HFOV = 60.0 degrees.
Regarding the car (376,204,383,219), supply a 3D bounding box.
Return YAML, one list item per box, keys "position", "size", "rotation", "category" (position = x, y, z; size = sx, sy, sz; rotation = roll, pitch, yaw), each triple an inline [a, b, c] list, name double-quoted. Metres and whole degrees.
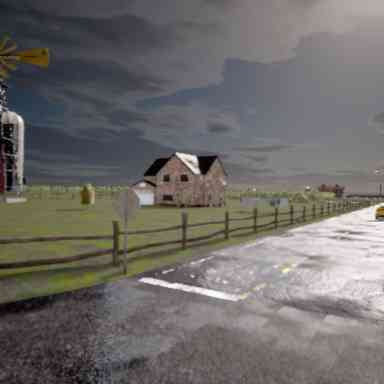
- position: [20.244, 1.983, 34.486]
  size: [1.882, 1.535, 5.008]
  rotation: [1, 0, 33]
  category: "car"
